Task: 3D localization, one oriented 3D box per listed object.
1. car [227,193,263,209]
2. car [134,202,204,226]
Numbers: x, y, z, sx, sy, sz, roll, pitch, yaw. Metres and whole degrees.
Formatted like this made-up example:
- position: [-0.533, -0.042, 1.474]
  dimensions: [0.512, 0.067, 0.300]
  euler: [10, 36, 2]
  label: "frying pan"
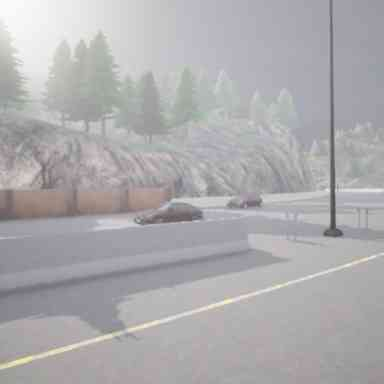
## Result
- position: [5.857, 0.971, 36.456]
  dimensions: [4.553, 1.767, 2.097]
  euler: [-1, 1, -45]
  label: "car"
- position: [-1.329, 1.346, 20.787]
  dimensions: [4.674, 1.442, 1.812]
  euler: [-1, 1, -39]
  label: "car"
